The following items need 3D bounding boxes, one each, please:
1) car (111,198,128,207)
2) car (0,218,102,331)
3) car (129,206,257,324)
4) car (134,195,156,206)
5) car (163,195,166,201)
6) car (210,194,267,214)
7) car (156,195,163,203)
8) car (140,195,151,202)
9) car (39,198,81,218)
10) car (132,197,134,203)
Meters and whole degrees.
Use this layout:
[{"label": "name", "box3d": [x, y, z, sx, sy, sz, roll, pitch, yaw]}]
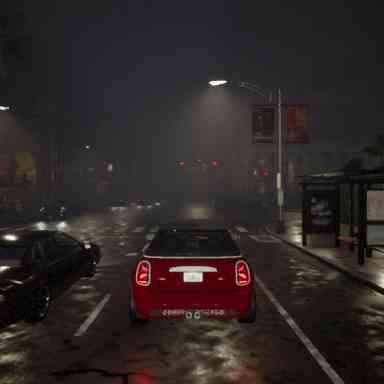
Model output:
[{"label": "car", "box3d": [-11.141, 1.563, 51.240, 1.994, 1.385, 4.181, 0, 0, -1]}, {"label": "car", "box3d": [-3.493, 1.547, 7.129, 2.033, 1.411, 5.357, 0, 0, 0]}, {"label": "car", "box3d": [0.006, 1.352, 7.336, 2.097, 1.767, 4.553, 0, 0, 0]}, {"label": "car", "box3d": [-7.669, 1.351, 54.405, 2.097, 1.767, 4.553, 0, 0, 0]}, {"label": "car", "box3d": [-7.765, 1.478, 84.556, 1.882, 1.535, 5.008, 0, 0, 3]}, {"label": "car", "box3d": [5.030, 1.221, 35.006, 5.566, 2.045, 2.150, 0, 1, 13]}, {"label": "car", "box3d": [-7.753, 1.595, 69.637, 1.895, 1.301, 4.718, 0, 0, -1]}, {"label": "car", "box3d": [-11.360, 1.525, 82.159, 2.128, 1.511, 4.902, 0, 0, 0]}, {"label": "car", "box3d": [-10.887, 1.352, 27.761, 2.097, 1.767, 4.553, 0, 0, -1]}, {"label": "car", "box3d": [-11.250, 1.355, 69.390, 2.097, 1.767, 4.553, 0, 0, -1]}]
